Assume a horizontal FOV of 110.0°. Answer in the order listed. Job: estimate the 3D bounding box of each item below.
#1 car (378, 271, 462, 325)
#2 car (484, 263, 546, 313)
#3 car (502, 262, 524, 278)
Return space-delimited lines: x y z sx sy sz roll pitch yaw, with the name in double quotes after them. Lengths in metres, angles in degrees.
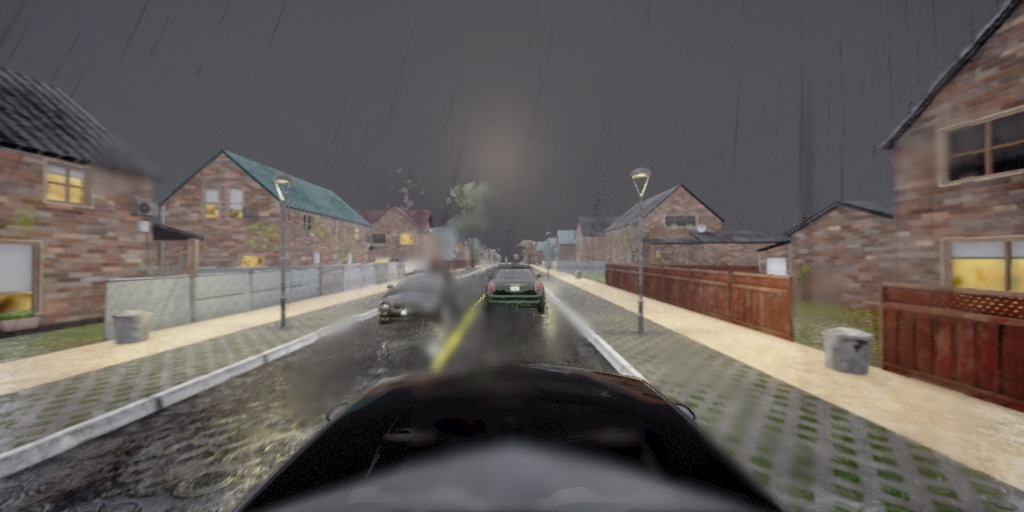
-2.804 1.262 11.843 1.837 1.490 4.892 0 -1 0 "car"
0.099 1.109 14.052 2.097 1.767 4.553 0 0 0 "car"
0.096 1.374 36.103 2.033 1.411 5.357 0 0 0 "car"
